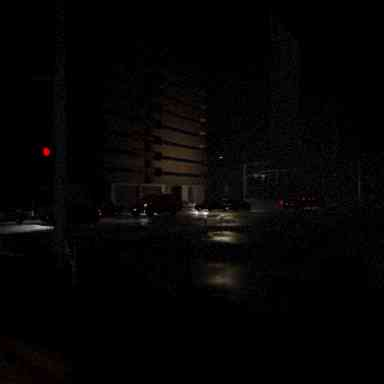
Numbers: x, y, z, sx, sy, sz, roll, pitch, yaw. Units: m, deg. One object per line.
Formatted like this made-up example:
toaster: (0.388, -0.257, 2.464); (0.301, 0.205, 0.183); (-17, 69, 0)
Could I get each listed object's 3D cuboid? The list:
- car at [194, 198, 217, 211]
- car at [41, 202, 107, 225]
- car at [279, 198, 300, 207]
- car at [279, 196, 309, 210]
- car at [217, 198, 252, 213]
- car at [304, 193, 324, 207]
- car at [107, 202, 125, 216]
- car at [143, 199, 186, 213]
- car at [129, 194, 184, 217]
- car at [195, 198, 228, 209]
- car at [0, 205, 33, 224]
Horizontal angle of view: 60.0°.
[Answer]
car: (2.391, 1.549, 40.292); (2.033, 1.411, 5.357); (0, 0, 34)
car: (-8.663, 1.569, 24.149); (1.994, 1.385, 4.181); (0, 0, 34)
car: (15.655, 1.597, 53.162); (1.895, 1.301, 4.718); (0, 0, 34)
car: (13.197, 1.544, 43.365); (2.033, 1.411, 5.357); (0, 0, 34)
car: (5.103, 1.505, 37.728); (1.837, 1.490, 4.892); (0, 0, 34)
car: (18.919, 1.216, 51.740); (2.150, 2.045, 5.566); (0, 0, 35)
car: (-8.524, 1.606, 30.551); (1.895, 1.301, 4.718); (0, 0, 34)
car: (-3.080, 1.551, 38.509); (2.033, 1.411, 5.357); (0, 0, 34)
car: (-3.492, 1.225, 31.705); (2.150, 2.045, 5.566); (0, 0, 34)
car: (2.826, 1.549, 47.075); (2.033, 1.411, 5.357); (0, 0, 35)
car: (-13.695, 1.608, 22.989); (1.895, 1.301, 4.718); (0, 0, 34)
